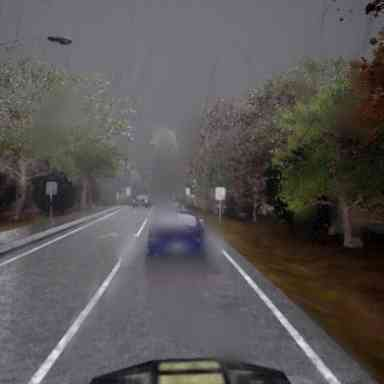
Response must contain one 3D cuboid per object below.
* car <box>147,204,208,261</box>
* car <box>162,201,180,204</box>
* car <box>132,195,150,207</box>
[{"bbox_3d":[-0.559,1.402,12.012,1.882,1.535,5.008,0,0,-4],"label":"car"},{"bbox_3d":[-1.654,1.376,25.897,2.033,1.411,5.357,0,0,-4],"label":"car"},{"bbox_3d":[-6.770,1.150,44.664,2.097,1.767,4.553,0,-1,-4],"label":"car"}]
